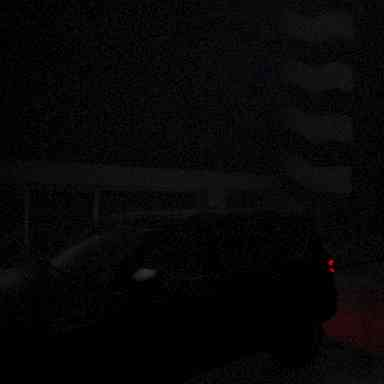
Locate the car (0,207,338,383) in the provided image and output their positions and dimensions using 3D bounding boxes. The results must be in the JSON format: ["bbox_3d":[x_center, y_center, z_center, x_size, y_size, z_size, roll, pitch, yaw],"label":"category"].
[{"bbox_3d":[-0.393,1.251,4.325,5.566,2.045,2.150,1,-1,-35],"label":"car"}]
